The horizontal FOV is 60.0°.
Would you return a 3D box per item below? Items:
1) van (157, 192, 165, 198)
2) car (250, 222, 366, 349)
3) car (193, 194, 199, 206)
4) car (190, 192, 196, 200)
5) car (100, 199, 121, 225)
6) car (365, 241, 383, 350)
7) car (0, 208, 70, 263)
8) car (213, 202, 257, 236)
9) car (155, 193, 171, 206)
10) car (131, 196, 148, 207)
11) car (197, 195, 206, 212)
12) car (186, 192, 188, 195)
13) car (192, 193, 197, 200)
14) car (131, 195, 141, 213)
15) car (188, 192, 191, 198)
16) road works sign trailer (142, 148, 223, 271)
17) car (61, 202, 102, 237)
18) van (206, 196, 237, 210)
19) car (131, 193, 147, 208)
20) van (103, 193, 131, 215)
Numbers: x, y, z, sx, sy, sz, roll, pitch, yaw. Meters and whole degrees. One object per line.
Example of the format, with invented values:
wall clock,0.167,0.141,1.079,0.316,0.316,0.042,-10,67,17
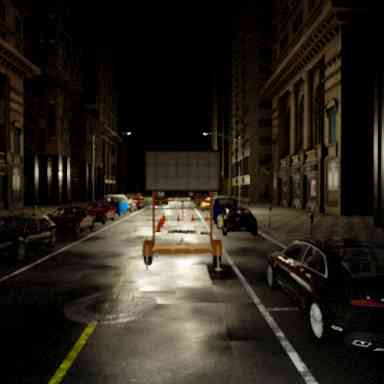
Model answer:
van,-8.370,0.775,90.128,1.690,1.788,3.998,0,0,-2
car,2.595,1.510,6.148,2.008,1.369,4.403,0,0,-2
car,1.454,1.287,45.462,1.802,1.307,4.206,0,0,-2
car,1.123,1.159,56.864,1.752,1.417,4.829,0,0,-2
car,-6.415,1.391,22.738,1.887,1.381,4.507,0,0,-2
car,2.758,1.312,0.530,2.192,1.841,5.009,0,0,-2
car,-6.090,1.469,11.512,2.008,1.369,4.403,0,0,-2
car,2.269,1.436,17.380,2.008,1.369,4.403,0,0,-2
car,-4.420,1.254,47.354,1.994,1.385,4.181,0,0,-1
car,-7.062,1.228,45.032,1.752,1.417,4.829,0,0,-2
car,1.775,1.301,34.399,1.752,1.417,4.829,0,0,-2
car,0.151,0.752,90.391,2.192,1.841,5.009,0,0,-2
car,1.291,1.251,51.078,1.802,1.307,4.206,0,0,-2
car,-6.741,1.325,33.970,2.008,1.369,4.403,0,0,-2
car,0.802,1.134,67.927,1.947,1.339,4.313,0,0,-2
road works sign trailer,-0.300,0.392,10.663,2.380,3.560,2.880,0,0,-2
car,-6.252,1.427,17.122,1.887,1.381,4.507,0,0,-2
van,2.106,1.190,22.995,1.690,1.788,3.998,0,0,-2
car,-6.904,1.053,39.584,2.192,1.841,5.009,0,0,-2
van,-6.578,1.151,28.353,1.690,1.788,3.998,0,0,-2
